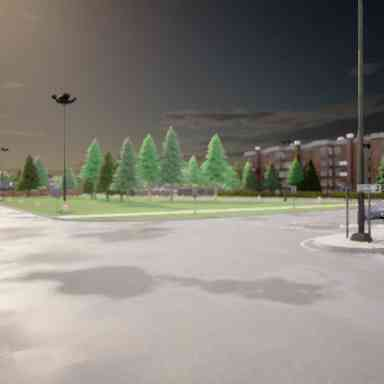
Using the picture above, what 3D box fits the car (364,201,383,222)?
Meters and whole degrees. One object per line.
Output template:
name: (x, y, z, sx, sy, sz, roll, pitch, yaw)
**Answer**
car: (13.964, 1.387, 23.751, 4.674, 1.442, 1.812, 0, 0, -36)
